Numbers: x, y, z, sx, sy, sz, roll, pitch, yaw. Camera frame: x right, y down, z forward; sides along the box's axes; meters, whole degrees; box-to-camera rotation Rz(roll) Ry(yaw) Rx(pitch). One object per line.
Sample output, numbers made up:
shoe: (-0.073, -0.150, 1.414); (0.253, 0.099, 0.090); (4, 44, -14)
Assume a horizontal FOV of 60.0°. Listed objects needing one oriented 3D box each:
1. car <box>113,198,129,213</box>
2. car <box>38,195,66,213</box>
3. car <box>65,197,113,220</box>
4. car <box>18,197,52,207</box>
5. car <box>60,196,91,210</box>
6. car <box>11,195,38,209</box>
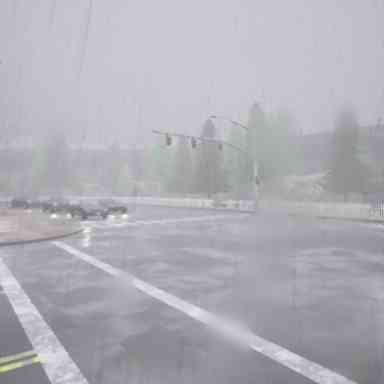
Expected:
car: (-8.014, 1.310, 32.112); (2.033, 1.411, 5.357); (-1, 1, -35)
car: (-13.541, 1.139, 33.531); (2.097, 1.767, 4.553); (-1, 1, -38)
car: (-8.299, 1.331, 26.526); (1.812, 1.442, 4.674); (-1, 1, -36)
car: (-21.956, 1.347, 46.508); (4.718, 1.301, 1.895); (0, 0, 27)
car: (-13.961, 1.272, 39.636); (1.812, 1.442, 4.674); (-1, 1, -41)
car: (-20.345, 1.127, 41.175); (4.553, 1.767, 2.097); (0, 1, 36)
